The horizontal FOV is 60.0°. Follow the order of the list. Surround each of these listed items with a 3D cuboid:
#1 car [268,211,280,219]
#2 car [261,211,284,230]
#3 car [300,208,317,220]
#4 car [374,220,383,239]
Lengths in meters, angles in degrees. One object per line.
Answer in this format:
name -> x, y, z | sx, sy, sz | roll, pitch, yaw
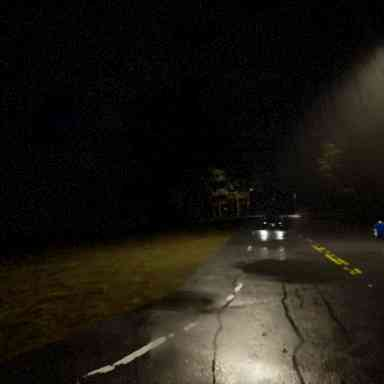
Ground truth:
car -> 16.562, 4.628, 66.850 | 1.837, 1.490, 4.892 | -2, -3, 19
car -> 8.078, 2.976, 33.565 | 1.837, 1.490, 4.892 | -2, -3, 11
car -> 20.008, 3.745, 57.151 | 2.150, 2.045, 5.566 | -2, -3, 11
car -> 12.386, 2.124, 19.642 | 1.882, 1.535, 5.008 | -2, -3, 11
